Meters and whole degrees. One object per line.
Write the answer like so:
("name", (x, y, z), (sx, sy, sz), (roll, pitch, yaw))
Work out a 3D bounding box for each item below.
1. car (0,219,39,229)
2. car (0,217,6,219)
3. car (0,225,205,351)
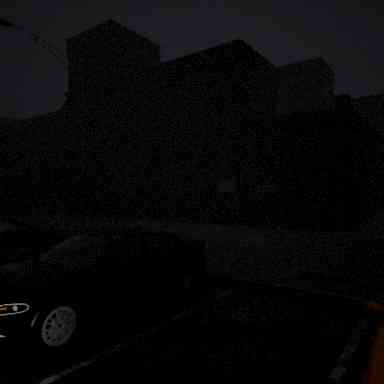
("car", (-3.817, 1.513, 8.133), (2.163, 1.488, 4.792), (0, 0, 36))
("car", (-5.982, 1.482, 9.881), (1.946, 1.575, 5.366), (0, 0, 36))
("car", (-1.673, 1.483, 6.565), (2.097, 1.535, 5.008), (0, 0, 36))
